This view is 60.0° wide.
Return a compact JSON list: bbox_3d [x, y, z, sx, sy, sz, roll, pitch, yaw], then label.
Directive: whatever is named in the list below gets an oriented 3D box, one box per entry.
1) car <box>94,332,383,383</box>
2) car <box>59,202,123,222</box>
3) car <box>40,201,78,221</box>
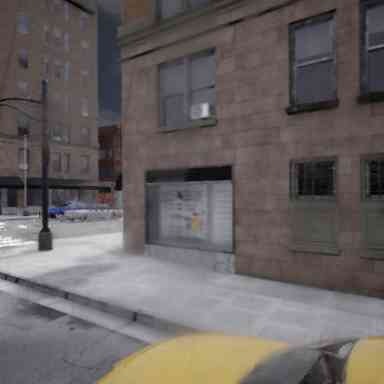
[{"bbox_3d":[1.303,1.525,1.927,4.829,1.417,1.752,0,0,35],"label":"car"},{"bbox_3d":[-8.010,1.696,27.185,1.895,1.301,4.718,-1,-1,36],"label":"car"},{"bbox_3d":[-10.689,1.597,29.030,1.882,1.535,5.008,-1,-1,36],"label":"car"}]
